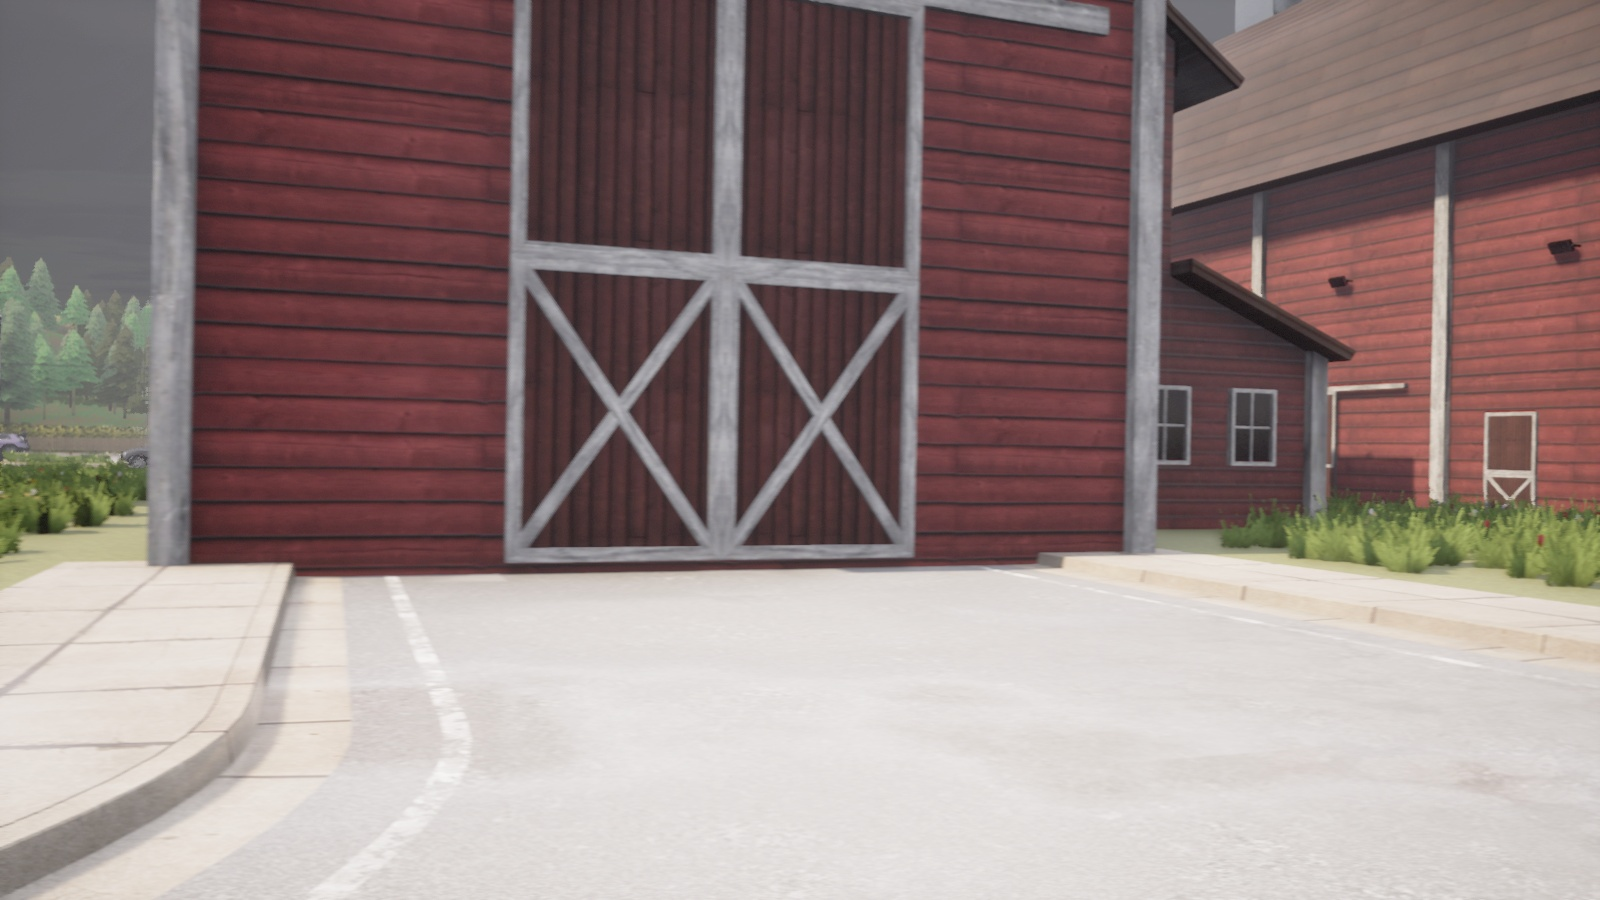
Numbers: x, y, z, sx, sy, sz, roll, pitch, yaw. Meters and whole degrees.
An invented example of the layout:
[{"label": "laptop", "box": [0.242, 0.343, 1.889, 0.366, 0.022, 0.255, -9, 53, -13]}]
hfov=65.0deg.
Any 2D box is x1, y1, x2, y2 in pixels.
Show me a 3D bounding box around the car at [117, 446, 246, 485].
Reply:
[{"label": "car", "box": [-27.632, 0.668, 56.302, 5.027, 1.651, 2.152, 0, 0, -21]}]
